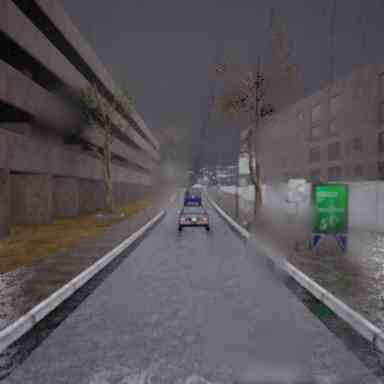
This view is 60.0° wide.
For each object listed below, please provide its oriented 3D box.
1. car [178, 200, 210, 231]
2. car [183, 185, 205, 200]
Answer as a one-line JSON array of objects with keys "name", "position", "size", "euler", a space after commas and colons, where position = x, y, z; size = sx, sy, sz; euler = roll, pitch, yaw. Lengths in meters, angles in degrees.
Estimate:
[{"name": "car", "position": [0.106, 1.502, 20.537], "size": [2.033, 1.411, 5.357], "euler": [0, 1, 0]}, {"name": "car", "position": [0.113, 0.571, 41.925], "size": [2.150, 2.045, 5.566], "euler": [0, 2, 0]}]
